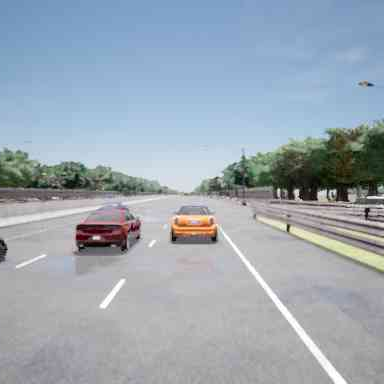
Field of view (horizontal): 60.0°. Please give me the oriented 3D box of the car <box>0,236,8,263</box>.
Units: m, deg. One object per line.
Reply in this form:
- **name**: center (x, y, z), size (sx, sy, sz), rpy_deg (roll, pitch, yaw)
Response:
- **car**: center (-6.915, 1.532, 8.905), size (1.812, 1.442, 4.674), rpy_deg (0, 0, 0)

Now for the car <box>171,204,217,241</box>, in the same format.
- **car**: center (0.097, 1.371, 16.817), size (2.097, 1.767, 4.553), rpy_deg (0, 0, 0)

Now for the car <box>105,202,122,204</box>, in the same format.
- **car**: center (-6.907, 1.599, 29.411), size (2.033, 1.411, 5.357), rpy_deg (0, 0, 0)

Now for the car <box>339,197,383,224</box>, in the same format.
- **car**: center (14.367, 1.391, 26.296), size (2.150, 2.045, 5.566), rpy_deg (0, -1, -22)

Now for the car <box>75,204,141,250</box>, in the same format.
- **car**: center (-3.403, 1.492, 14.337), size (1.882, 1.535, 5.008), rpy_deg (0, 0, 0)
